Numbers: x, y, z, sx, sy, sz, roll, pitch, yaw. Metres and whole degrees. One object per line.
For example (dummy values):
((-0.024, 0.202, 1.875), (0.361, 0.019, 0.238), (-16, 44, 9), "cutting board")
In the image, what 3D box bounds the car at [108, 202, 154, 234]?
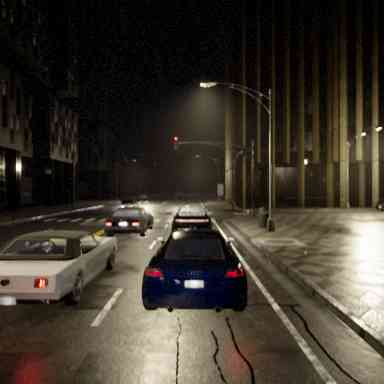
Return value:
((-3.155, 1.480, 17.517), (2.033, 1.411, 5.357), (0, 0, 0), "car")

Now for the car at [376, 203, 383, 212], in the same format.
((20.703, 1.327, 33.089), (4.181, 1.385, 1.994), (0, 0, 0), "car")

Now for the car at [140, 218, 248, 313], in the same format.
((0.085, 1.538, 7.705), (1.994, 1.385, 4.181), (0, 0, 1), "car")

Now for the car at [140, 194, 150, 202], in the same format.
((-9.766, 1.182, 67.723), (2.033, 1.411, 5.357), (0, 0, 0), "car")

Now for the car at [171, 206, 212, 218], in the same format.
((-0.003, 1.429, 16.579), (2.128, 1.511, 4.902), (0, 0, 0), "car")

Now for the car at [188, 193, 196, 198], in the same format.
((-0.013, 0.946, 85.507), (1.895, 1.301, 4.718), (0, 0, 0), "car")

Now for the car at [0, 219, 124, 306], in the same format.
((-3.149, 1.574, 7.925), (1.895, 1.301, 4.718), (0, 0, 0), "car")

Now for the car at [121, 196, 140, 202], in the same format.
((-9.843, 1.343, 52.146), (1.895, 1.301, 4.718), (0, 0, 0), "car")

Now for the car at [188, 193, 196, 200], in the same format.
((-0.012, 1.120, 75.055), (2.033, 1.411, 5.357), (0, 0, 0), "car")

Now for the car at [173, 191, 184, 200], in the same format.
((-3.262, 1.080, 75.055), (1.837, 1.490, 4.892), (0, 0, 0), "car")
